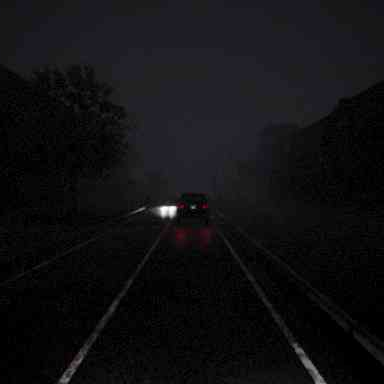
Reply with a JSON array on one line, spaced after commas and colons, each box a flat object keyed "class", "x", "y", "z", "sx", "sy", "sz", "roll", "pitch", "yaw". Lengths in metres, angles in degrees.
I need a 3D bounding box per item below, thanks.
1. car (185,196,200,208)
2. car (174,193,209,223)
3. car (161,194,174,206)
[{"class": "car", "x": 0.059, "y": 1.250, "z": 41.988, "sx": 1.895, "sy": 1.301, "sz": 4.718, "roll": 0, "pitch": 1, "yaw": 0}, {"class": "car", "x": 0.076, "y": 1.067, "z": 23.821, "sx": 2.150, "sy": 2.045, "sz": 5.566, "roll": 0, "pitch": 0, "yaw": 0}, {"class": "car", "x": -3.126, "y": 1.092, "z": 45.371, "sx": 2.128, "sy": 1.511, "sz": 4.902, "roll": 0, "pitch": 1, "yaw": 0}]
